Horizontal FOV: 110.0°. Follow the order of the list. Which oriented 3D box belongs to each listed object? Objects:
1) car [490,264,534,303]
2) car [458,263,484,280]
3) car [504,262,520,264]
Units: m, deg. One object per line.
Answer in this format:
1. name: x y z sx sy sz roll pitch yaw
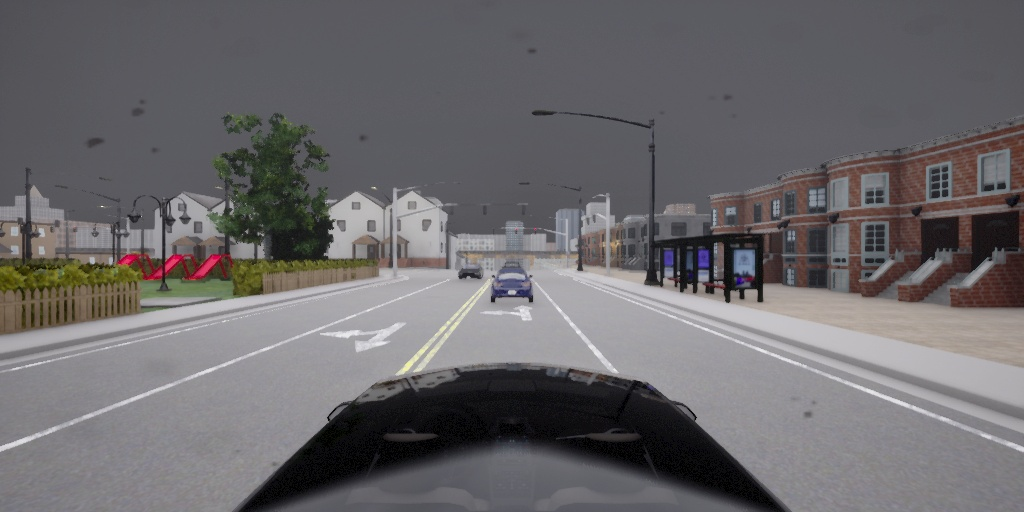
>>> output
1. car: 0.000 1.280 16.500 1.812 1.442 4.674 0 0 0
2. car: -3.500 1.349 31.520 2.033 1.411 5.357 0 0 0
3. car: 0.000 1.264 31.500 1.837 1.490 4.892 0 0 0
